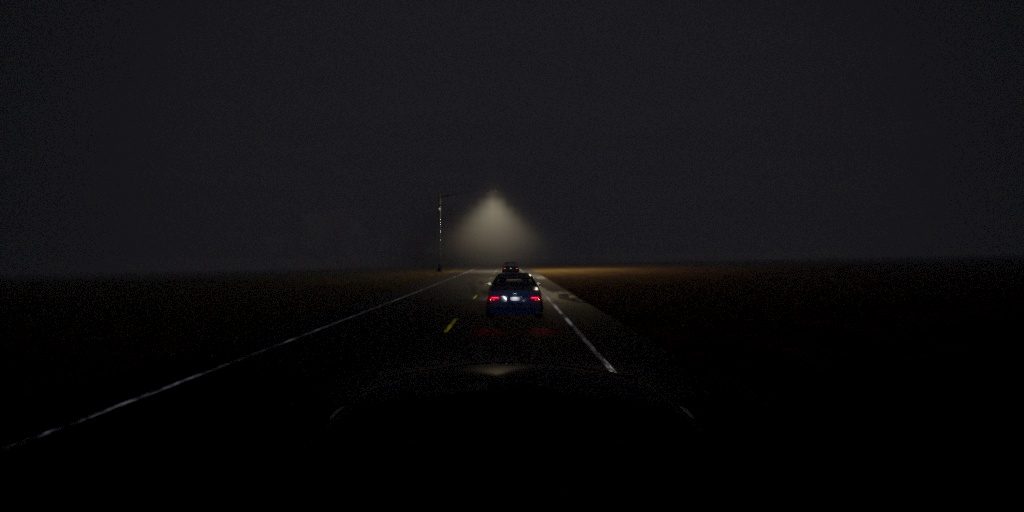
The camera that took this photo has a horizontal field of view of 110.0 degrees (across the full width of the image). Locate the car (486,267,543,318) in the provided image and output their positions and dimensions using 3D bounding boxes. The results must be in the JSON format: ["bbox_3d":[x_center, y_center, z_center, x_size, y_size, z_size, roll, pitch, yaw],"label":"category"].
[{"bbox_3d":[0.074,1.301,13.019,2.033,1.411,5.357,0,0,0],"label":"car"}]

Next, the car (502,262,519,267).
[{"bbox_3d":[-0.153,1.318,39.138,2.033,1.411,5.357,0,0,-1],"label":"car"}]
